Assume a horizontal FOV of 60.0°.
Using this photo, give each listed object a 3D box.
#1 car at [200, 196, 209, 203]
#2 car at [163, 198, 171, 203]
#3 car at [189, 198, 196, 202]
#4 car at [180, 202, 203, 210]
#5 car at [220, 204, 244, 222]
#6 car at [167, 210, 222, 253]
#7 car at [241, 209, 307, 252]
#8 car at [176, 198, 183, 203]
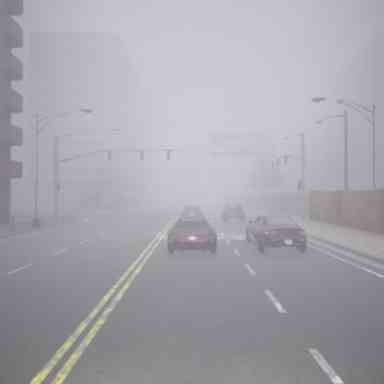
[{"bbox_3d":[3.550,2.008,92.693,2.150,2.045,5.566,0,-1,0],"label":"car"},{"bbox_3d":[-6.950,2.375,92.112,1.812,1.442,4.674,0,-1,0],"label":"car"},{"bbox_3d":[0.050,2.308,92.656,2.128,1.511,4.902,0,-1,0],"label":"car"},{"bbox_3d":[0.021,1.836,29.303,1.994,1.385,4.181,0,0,0],"label":"car"},{"bbox_3d":[3.558,1.764,29.288,2.128,1.511,4.902,0,0,2],"label":"car"},{"bbox_3d":[0.013,1.698,14.310,1.994,1.385,4.181,0,0,0],"label":"car"},{"bbox_3d":[3.512,1.660,14.374,1.812,1.442,4.674,0,0,0],"label":"car"},{"bbox_3d":[-3.450,2.445,92.080,1.895,1.301,4.718,0,-1,0],"label":"car"}]
